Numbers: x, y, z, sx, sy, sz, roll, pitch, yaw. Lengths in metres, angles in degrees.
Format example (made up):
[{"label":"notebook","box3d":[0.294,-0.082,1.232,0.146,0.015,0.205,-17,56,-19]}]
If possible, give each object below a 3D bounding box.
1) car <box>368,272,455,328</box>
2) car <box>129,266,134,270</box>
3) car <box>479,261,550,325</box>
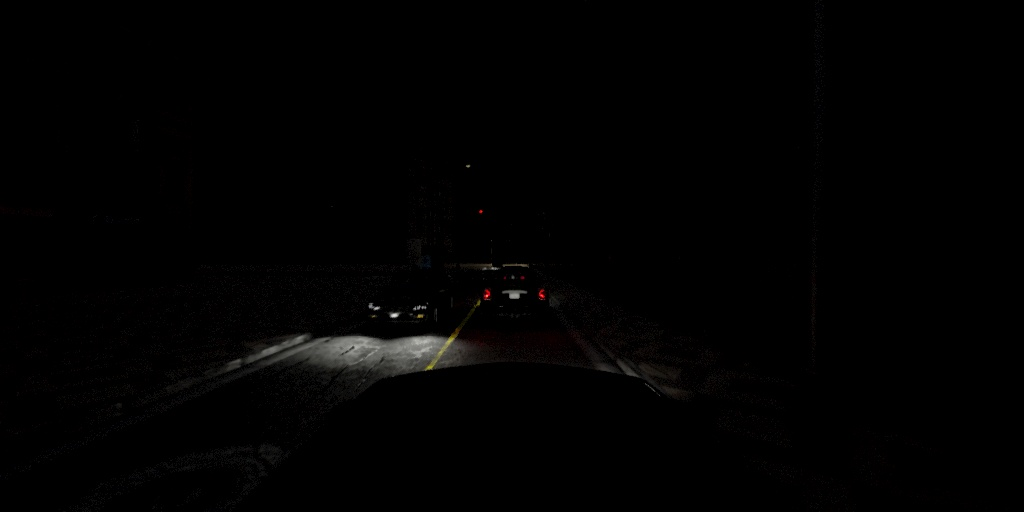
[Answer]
[{"label":"car","box3d":[-3.096,1.328,11.877,1.837,1.490,4.892,0,0,0]},{"label":"car","box3d":[-43.205,1.400,43.007,4.892,1.490,1.837,0,0,2]},{"label":"car","box3d":[0.083,1.179,12.376,2.097,1.767,4.553,0,0,0]}]
